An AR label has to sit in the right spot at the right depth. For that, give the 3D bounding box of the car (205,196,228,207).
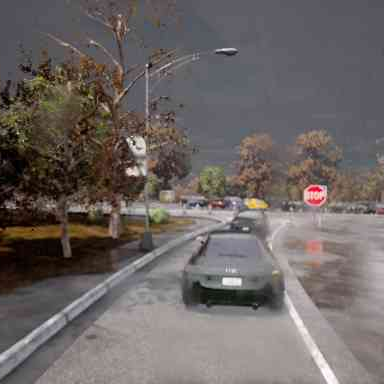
[{"bbox_3d":[4.022,1.583,55.482,2.163,1.488,4.792,4,-1,-17],"label":"car"}]

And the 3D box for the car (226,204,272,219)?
[{"bbox_3d":[3.203,1.619,18.095,1.812,1.442,4.674,0,0,16],"label":"car"}]

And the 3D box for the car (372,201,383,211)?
[{"bbox_3d":[38.544,2.828,66.081,2.185,1.767,4.553,1,0,-17],"label":"car"}]

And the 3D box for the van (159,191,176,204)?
[{"bbox_3d":[-3.902,0.793,52.884,1.878,1.987,4.442,4,0,-17],"label":"van"}]

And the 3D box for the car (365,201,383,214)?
[{"bbox_3d":[26.554,2.613,48.718,2.163,1.488,4.792,2,0,-17],"label":"car"}]

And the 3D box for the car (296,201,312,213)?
[{"bbox_3d":[13.256,1.964,44.599,2.231,1.521,4.892,3,-1,-17],"label":"car"}]

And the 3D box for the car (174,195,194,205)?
[{"bbox_3d":[-1.406,1.230,53.787,2.002,1.452,4.674,4,-1,-17],"label":"car"}]

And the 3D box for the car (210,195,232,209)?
[{"bbox_3d":[2.606,1.317,41.365,2.163,1.488,4.792,4,-1,-17],"label":"car"}]

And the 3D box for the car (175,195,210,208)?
[{"bbox_3d":[-0.032,1.136,40.493,2.163,1.488,4.792,4,-1,-17],"label":"car"}]

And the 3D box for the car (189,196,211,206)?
[{"bbox_3d":[1.250,1.411,54.604,2.002,1.452,4.674,4,-1,-17],"label":"car"}]

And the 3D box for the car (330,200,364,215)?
[{"bbox_3d":[21.253,2.237,47.027,2.185,1.767,4.553,3,0,-17],"label":"car"}]

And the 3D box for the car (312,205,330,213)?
[{"bbox_3d":[15.915,2.137,45.391,2.163,1.488,4.792,3,0,-17],"label":"car"}]

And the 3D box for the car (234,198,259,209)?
[{"bbox_3d":[9.310,1.870,57.270,1.946,1.575,5.366,3,-1,-17],"label":"car"}]

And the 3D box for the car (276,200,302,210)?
[{"bbox_3d":[17.231,2.270,59.502,2.097,1.535,5.008,3,0,-17],"label":"car"}]

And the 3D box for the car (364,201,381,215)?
[{"bbox_3d":[23.908,2.507,47.845,2.163,1.488,4.792,2,0,-17],"label":"car"}]

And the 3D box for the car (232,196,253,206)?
[{"bbox_3d":[5.273,1.343,42.185,2.185,1.767,4.553,4,-1,-17],"label":"car"}]

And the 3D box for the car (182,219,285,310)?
[{"bbox_3d":[0.994,1.574,7.924,1.994,1.385,4.181,0,0,8],"label":"car"}]

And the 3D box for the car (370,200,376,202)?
[{"bbox_3d":[29.222,2.556,49.538,2.185,1.767,4.553,2,0,-17],"label":"car"}]

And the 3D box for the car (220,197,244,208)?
[{"bbox_3d":[6.642,1.714,56.450,1.946,1.575,5.366,3,-1,-17],"label":"car"}]

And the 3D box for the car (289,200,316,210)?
[{"bbox_3d":[20.019,2.391,60.357,2.231,1.521,4.892,3,0,-17],"label":"car"}]

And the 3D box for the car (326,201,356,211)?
[{"bbox_3d":[27.939,2.678,62.601,1.946,1.575,5.366,2,0,-17],"label":"car"}]

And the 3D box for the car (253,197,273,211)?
[{"bbox_3d":[7.928,1.642,42.963,2.097,1.535,5.008,3,-1,-17],"label":"car"}]

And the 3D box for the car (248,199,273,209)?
[{"bbox_3d":[11.907,2.043,57.843,2.163,1.488,4.792,3,-1,-17],"label":"car"}]

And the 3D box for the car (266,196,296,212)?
[{"bbox_3d":[10.598,1.556,43.817,2.435,2.045,5.566,3,-1,-17],"label":"car"}]
